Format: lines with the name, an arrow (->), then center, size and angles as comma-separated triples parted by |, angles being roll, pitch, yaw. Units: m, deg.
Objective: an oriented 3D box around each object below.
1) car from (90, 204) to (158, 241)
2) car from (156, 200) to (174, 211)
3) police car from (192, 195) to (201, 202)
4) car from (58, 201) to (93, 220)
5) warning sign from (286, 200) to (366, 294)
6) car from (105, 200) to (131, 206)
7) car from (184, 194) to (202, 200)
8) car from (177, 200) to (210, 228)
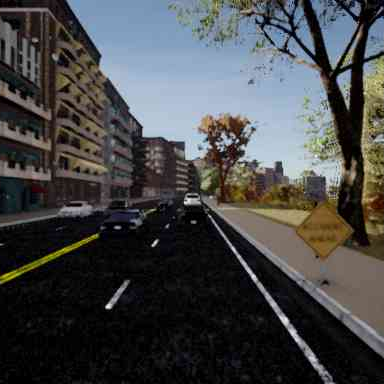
car -> -3.147, 1.547, 16.584 | 2.033, 1.411, 5.357 | 0, 0, 0
car -> -3.208, 1.604, 40.811 | 1.895, 1.301, 4.718 | 0, 0, 1
police car -> 0.991, 1.442, 77.329 | 1.930, 1.638, 5.238 | 0, 0, 0
car -> -9.831, 1.526, 28.476 | 1.812, 1.442, 4.674 | 0, 0, 0
warning sign -> 2.843, 1.115, 7.225 | 1.300, 1.860, 1.060 | -1, -1, 0
car -> -6.577, 1.505, 30.149 | 1.837, 1.490, 4.892 | 0, 0, 0
car -> 0.077, 1.226, 44.648 | 2.150, 2.045, 5.566 | 0, 0, 0
car -> 0.105, 1.504, 21.914 | 1.837, 1.490, 4.892 | 0, 0, 0
